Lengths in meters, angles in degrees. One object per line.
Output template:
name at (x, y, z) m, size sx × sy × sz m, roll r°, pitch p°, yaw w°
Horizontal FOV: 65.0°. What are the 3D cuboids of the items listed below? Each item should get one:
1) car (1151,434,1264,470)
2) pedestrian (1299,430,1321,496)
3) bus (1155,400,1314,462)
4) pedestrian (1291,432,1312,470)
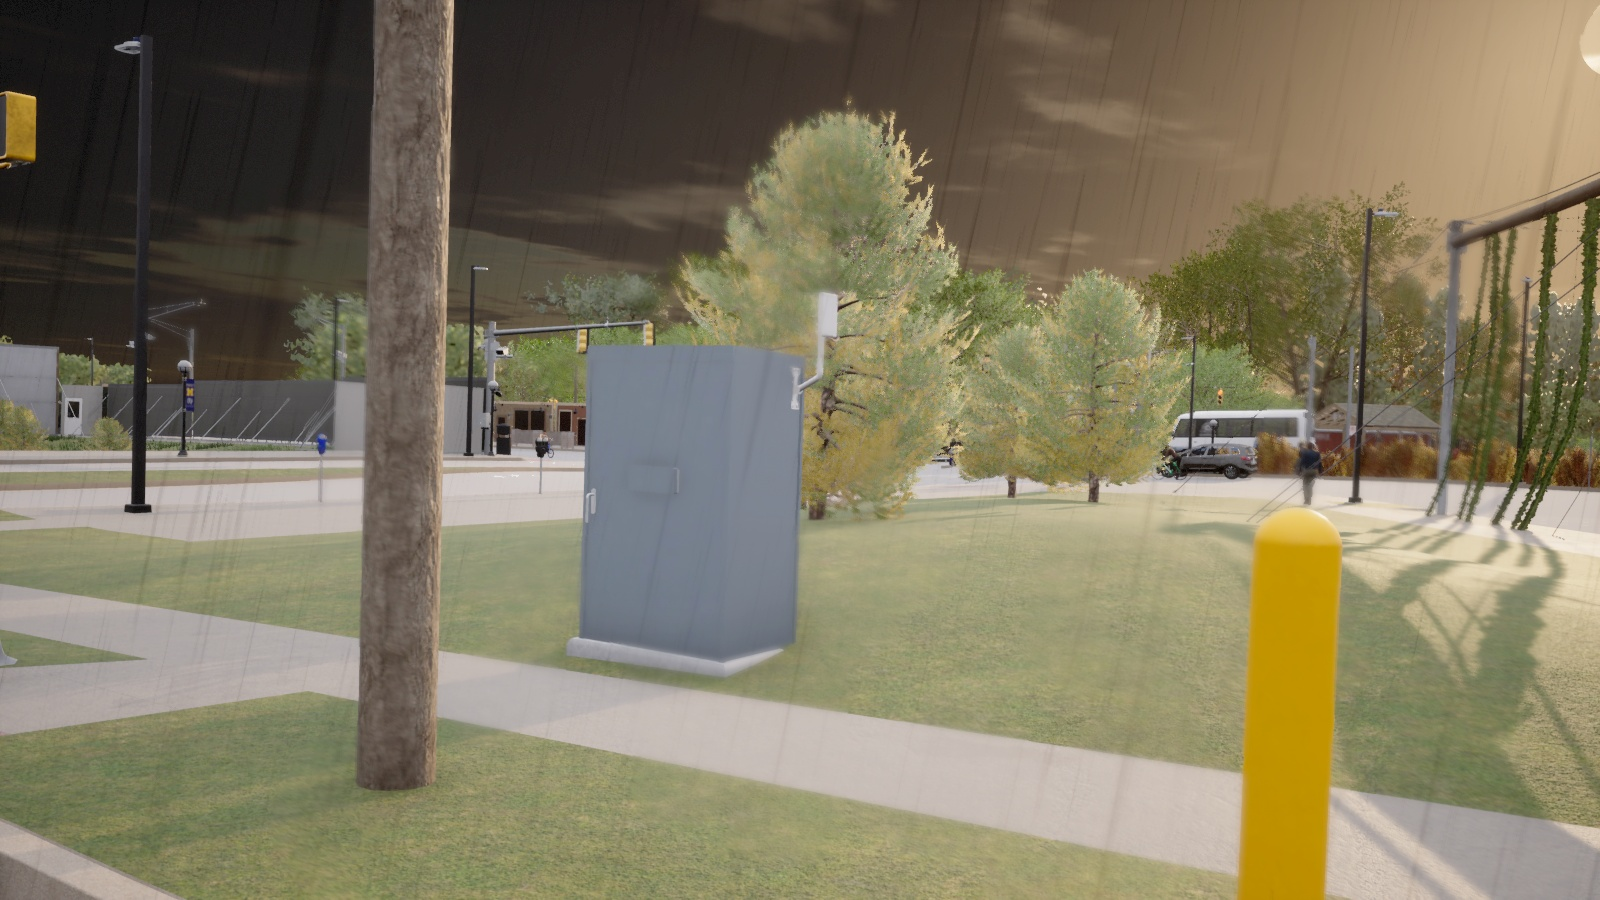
car at (19.300, 0.091, 59.530) m, size 4.611 × 1.667 × 2.242 m, roll 0°, pitch 1°, yaw 34°
pedestrian at (14.474, 0.370, 35.640) m, size 0.370 × 1.835 × 0.726 m, roll 1°, pitch 2°, yaw 8°
bus at (31.865, -1.325, 92.350) m, size 10.273 × 4.253 × 3.944 m, roll -1°, pitch 0°, yaw 35°
pedestrian at (25.368, 0.048, 63.535) m, size 0.849 × 1.883 × 0.563 m, roll 2°, pitch 2°, yaw 35°
